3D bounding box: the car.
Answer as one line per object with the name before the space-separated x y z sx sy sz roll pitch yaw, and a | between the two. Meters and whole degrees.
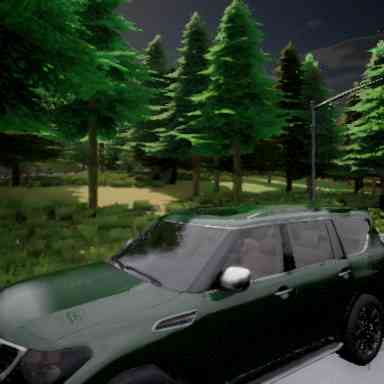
car | 0.433 1.221 4.297 5.566 2.045 2.150 0 0 -35
